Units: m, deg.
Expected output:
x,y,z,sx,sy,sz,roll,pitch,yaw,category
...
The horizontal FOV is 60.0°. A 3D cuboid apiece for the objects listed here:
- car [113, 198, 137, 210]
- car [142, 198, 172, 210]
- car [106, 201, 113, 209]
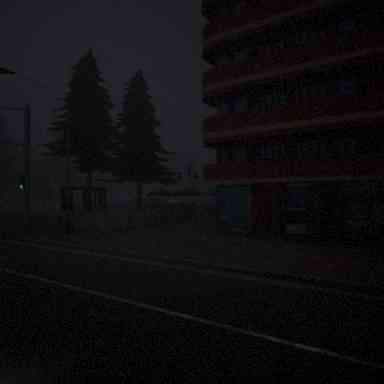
x,y,z,sx,sy,sz,roll,pitch,yaw,category
-8.227,1.621,46.482,2.097,1.767,4.553,-1,0,38,car
-4.017,1.553,40.418,2.097,1.767,4.553,-1,0,37,car
-10.708,1.850,49.138,2.033,1.411,5.357,-1,0,37,car
